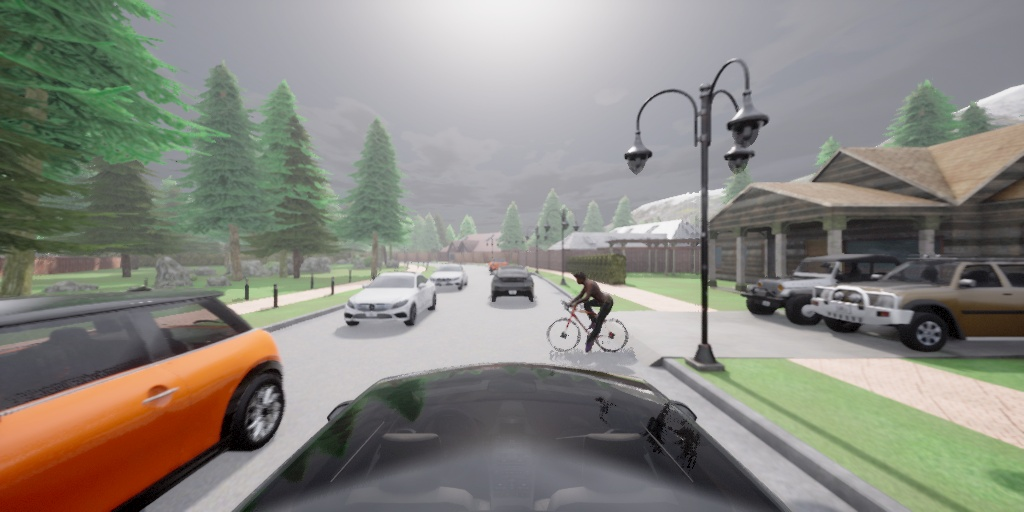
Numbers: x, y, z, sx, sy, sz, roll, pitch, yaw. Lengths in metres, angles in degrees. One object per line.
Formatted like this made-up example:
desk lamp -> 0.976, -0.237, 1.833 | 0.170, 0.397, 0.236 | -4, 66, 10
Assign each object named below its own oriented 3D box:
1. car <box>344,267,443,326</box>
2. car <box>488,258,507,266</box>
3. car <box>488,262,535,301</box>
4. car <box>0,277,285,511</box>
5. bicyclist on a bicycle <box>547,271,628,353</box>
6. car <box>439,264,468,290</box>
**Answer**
car -> -3.666, 1.245, 11.642 | 1.812, 1.442, 4.674 | 0, 0, 0
car -> -1.607, 0.971, 41.263 | 2.097, 1.767, 4.553 | 0, 0, -9
car -> 0.018, 1.204, 16.858 | 1.837, 1.490, 4.892 | 0, 0, 0
car -> -3.596, 1.102, 2.116 | 2.097, 1.767, 4.553 | 0, 0, 0
bicyclist on a bicycle -> 1.532, 1.141, 7.239 | 1.656, 1.620, 0.582 | 1, 0, 0
car -> -3.764, 1.210, 21.887 | 1.812, 1.442, 4.674 | 0, 0, -1
